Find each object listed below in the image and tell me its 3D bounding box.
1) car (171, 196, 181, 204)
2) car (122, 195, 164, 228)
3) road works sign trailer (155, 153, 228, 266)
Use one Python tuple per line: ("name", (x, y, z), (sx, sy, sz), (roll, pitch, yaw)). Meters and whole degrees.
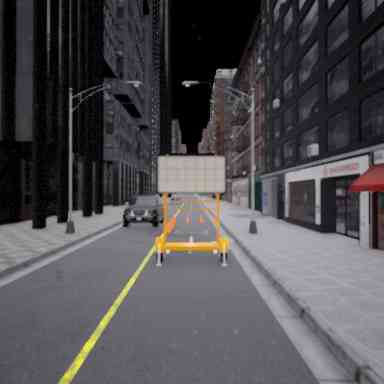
("car", (-3.090, 1.534, 64.804), (2.033, 1.411, 5.357), (0, 0, 0))
("car", (-3.125, 1.214, 22.346), (2.150, 2.045, 5.566), (0, 0, 0))
("road works sign trailer", (-0.012, 0.460, 11.548), (2.380, 3.560, 2.880), (0, 0, 0))
